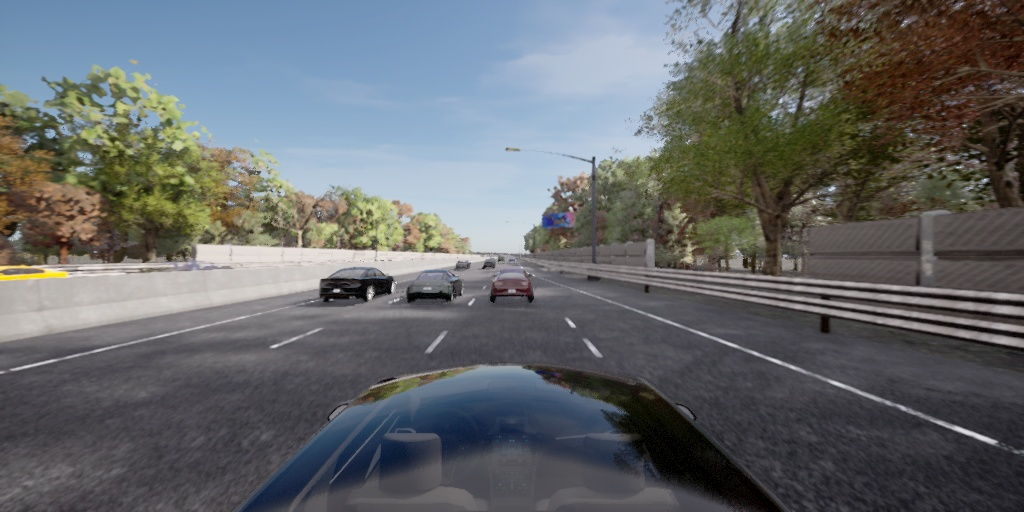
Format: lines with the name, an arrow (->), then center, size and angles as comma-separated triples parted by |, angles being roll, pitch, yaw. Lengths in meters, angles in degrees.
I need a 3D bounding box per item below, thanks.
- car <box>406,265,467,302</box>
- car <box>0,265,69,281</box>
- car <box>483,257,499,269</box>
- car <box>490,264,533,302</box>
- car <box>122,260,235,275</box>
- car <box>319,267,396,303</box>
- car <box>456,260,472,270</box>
car -> -3.505, 1.321, 16.901 | 1.994, 1.385, 4.181 | 0, 0, 0
car -> -27.384, 1.280, 19.232 | 1.882, 1.535, 5.008 | 0, 0, 3
car -> -3.517, 1.283, 56.405 | 1.837, 1.490, 4.892 | 0, 0, 0
car -> -0.004, 1.283, 17.045 | 1.812, 1.442, 4.674 | 0, 0, 0
car -> -17.505, 0.912, 19.235 | 2.033, 1.411, 5.357 | 0, 0, 0
car -> -7.005, 1.235, 16.802 | 1.882, 1.535, 5.008 | 0, 0, 0
car -> -7.014, 1.265, 52.035 | 2.128, 1.511, 4.902 | 0, 0, 0
